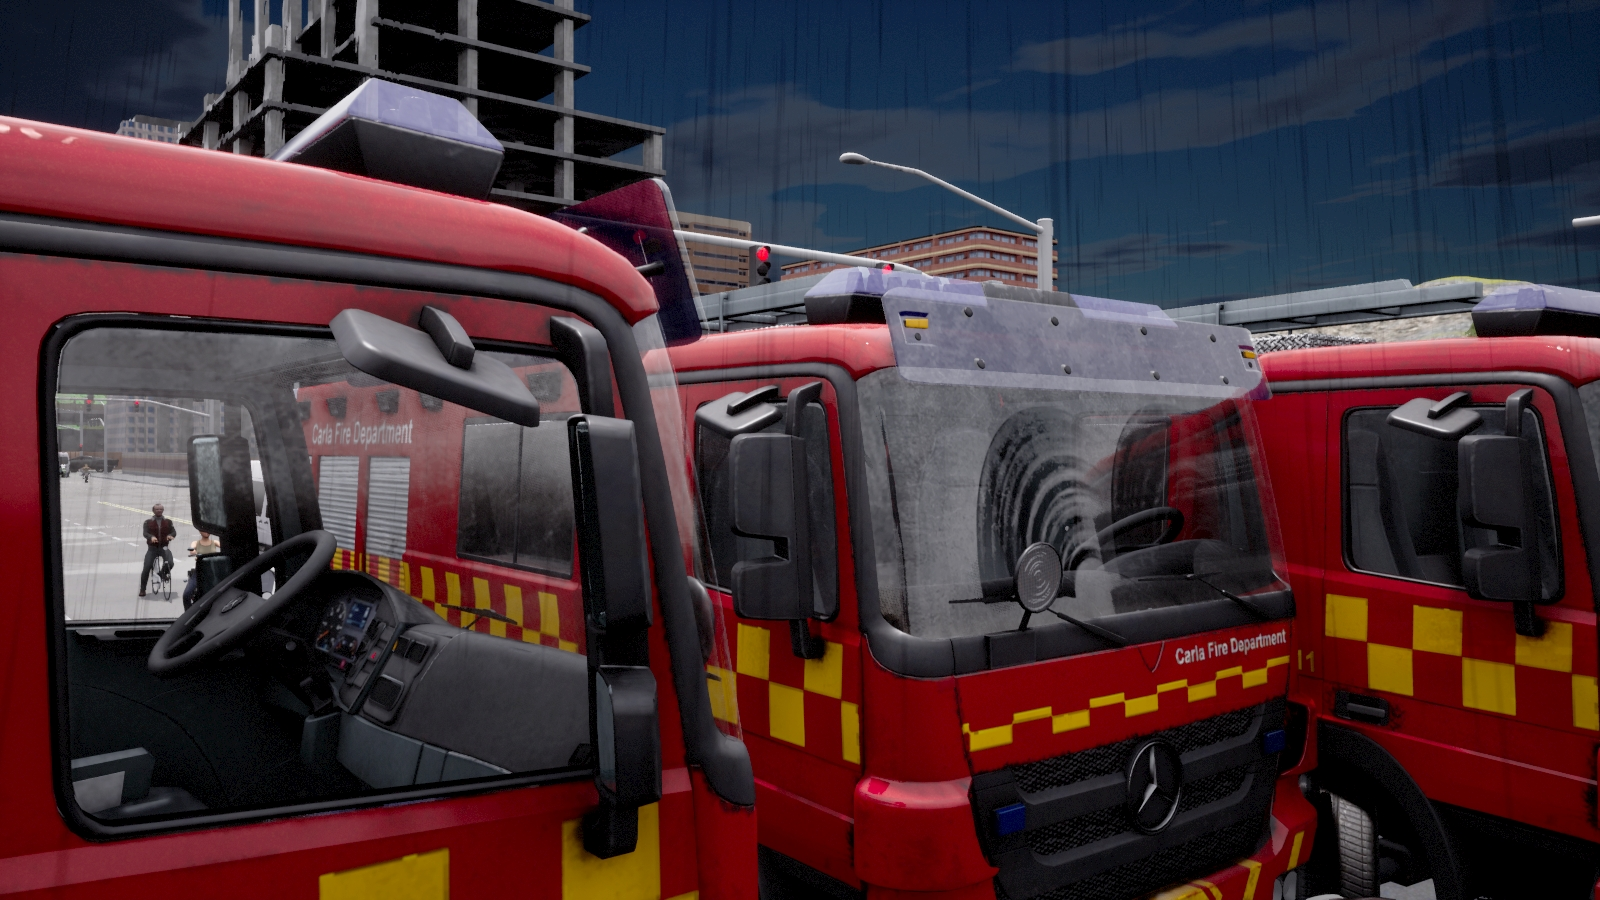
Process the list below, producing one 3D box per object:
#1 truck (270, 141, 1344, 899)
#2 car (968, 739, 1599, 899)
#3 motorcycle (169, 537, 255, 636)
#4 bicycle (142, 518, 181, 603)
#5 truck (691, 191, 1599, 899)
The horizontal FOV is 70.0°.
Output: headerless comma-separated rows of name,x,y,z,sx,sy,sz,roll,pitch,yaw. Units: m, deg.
truck,-1.099,0.890,8.003,2.891,3.827,8.468,0,0,-38
car,2.437,2.065,3.109,1.970,1.475,3.806,0,0,-30
motorcycle,-9.533,2.155,18.464,0.764,1.307,2.356,0,0,-39
bicycle,-12.095,2.060,21.614,0.329,1.471,1.835,0,0,-39
truck,2.348,0.890,8.605,2.891,3.827,8.468,0,0,-31
